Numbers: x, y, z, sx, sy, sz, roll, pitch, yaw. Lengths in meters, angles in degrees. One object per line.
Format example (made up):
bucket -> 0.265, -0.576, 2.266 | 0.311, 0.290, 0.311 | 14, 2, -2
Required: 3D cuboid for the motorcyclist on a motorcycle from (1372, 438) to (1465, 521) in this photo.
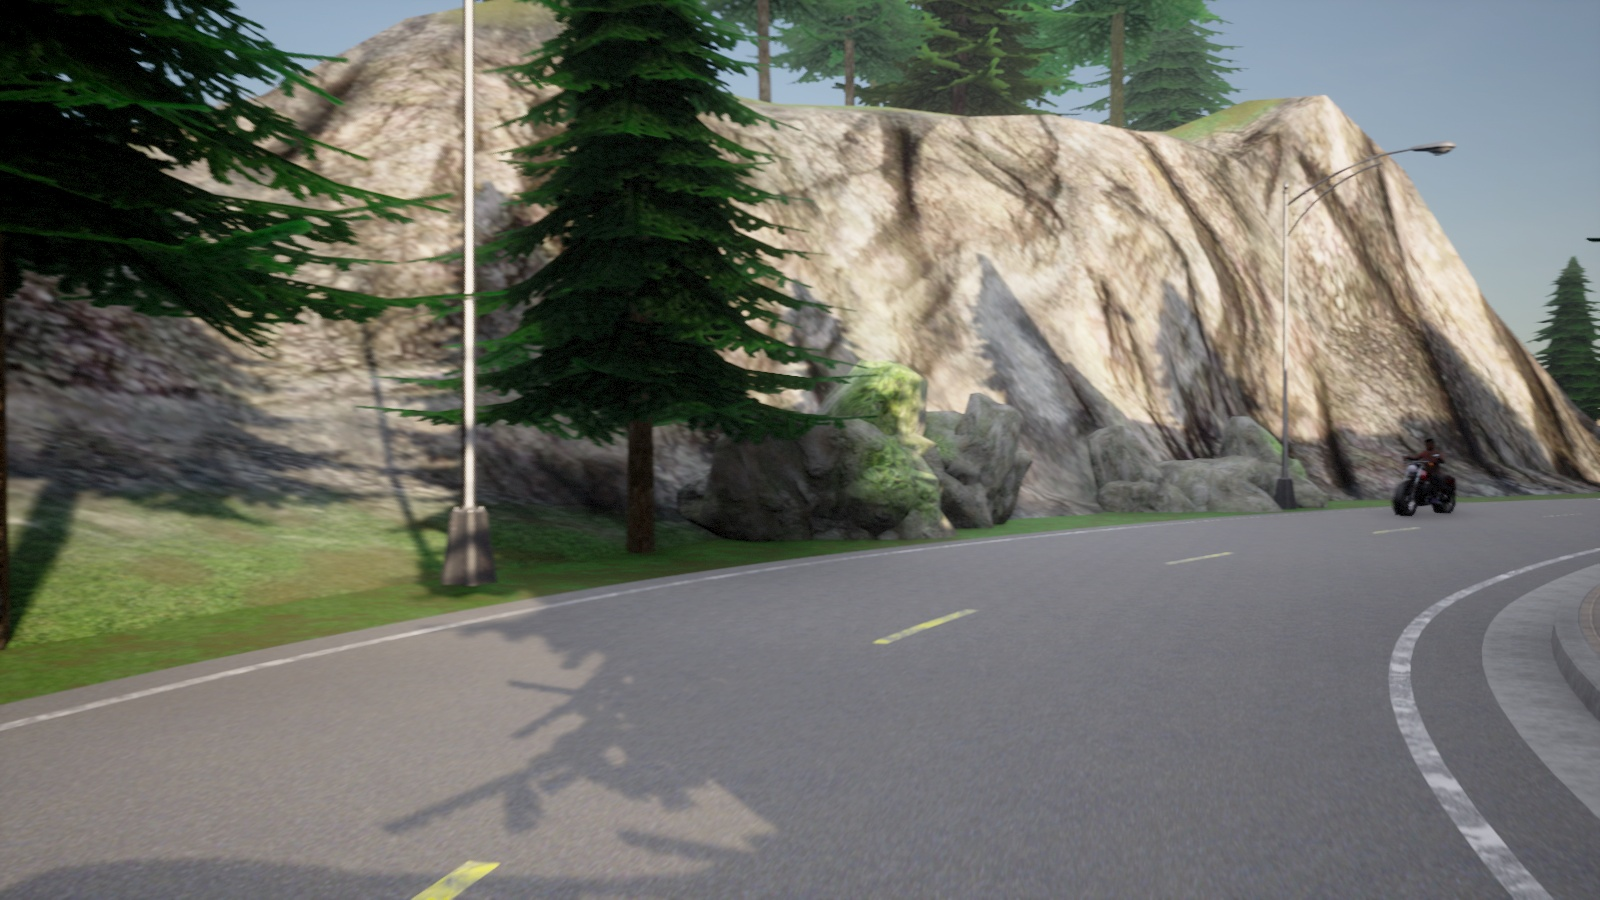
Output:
motorcyclist on a motorcycle -> 12.783, 0.581, 25.920 | 2.350, 1.649, 0.766 | 0, 1, -38
